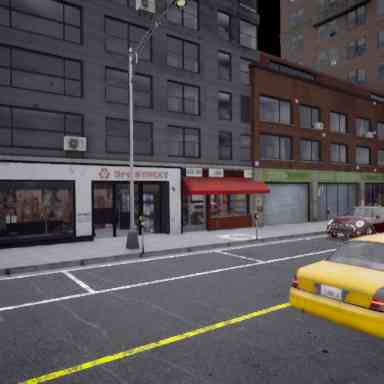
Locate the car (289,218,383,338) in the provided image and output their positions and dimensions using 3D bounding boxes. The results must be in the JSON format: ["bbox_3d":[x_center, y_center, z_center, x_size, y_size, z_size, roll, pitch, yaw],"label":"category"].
[{"bbox_3d":[4.131,1.454,6.380,5.366,1.575,1.801,0,0,-36],"label":"car"}]

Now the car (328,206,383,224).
[{"bbox_3d":[8.456,1.435,16.440,4.097,1.590,1.967,0,-1,-35],"label":"car"}]
